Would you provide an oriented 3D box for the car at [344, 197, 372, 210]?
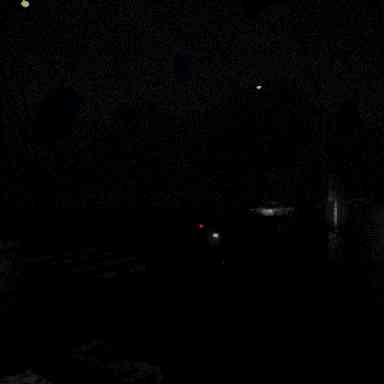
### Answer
[{"bbox_3d":[19.494,1.318,38.631,1.812,1.442,4.674,0,0,36],"label":"car"}]

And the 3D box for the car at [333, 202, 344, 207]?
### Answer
[{"bbox_3d":[20.366,1.364,44.620,1.994,1.385,4.181,0,0,37],"label":"car"}]

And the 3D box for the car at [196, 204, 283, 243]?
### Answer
[{"bbox_3d":[2.275,1.450,15.303,1.895,1.301,4.718,0,0,36],"label":"car"}]

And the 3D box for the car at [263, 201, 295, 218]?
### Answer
[{"bbox_3d":[6.207,1.405,25.597,1.895,1.301,4.718,0,0,36],"label":"car"}]
